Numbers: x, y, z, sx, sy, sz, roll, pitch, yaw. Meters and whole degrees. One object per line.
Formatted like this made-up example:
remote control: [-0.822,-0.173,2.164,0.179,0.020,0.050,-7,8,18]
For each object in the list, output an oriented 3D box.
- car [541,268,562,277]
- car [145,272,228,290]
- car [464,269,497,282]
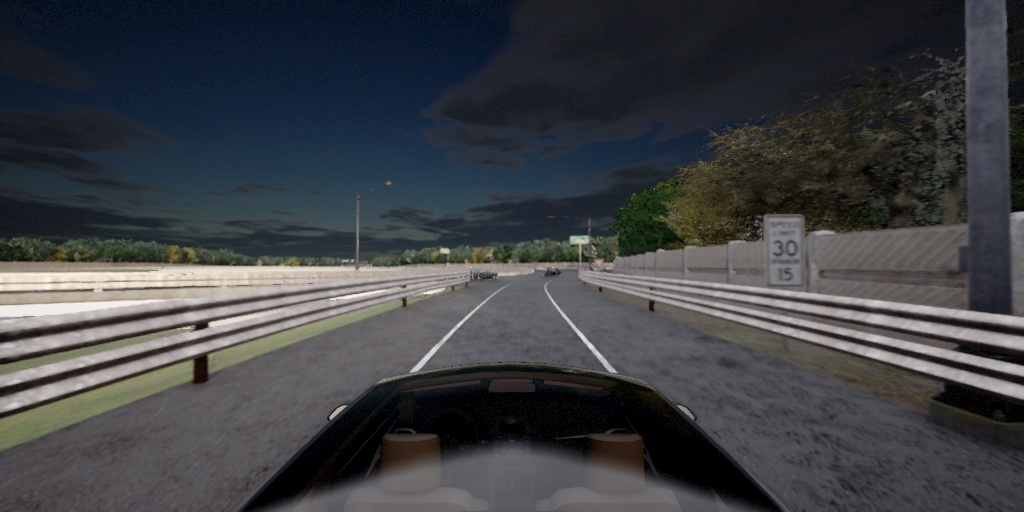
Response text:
car: [7.267,2.812,62.463,1.882,1.535,5.008,0,-2,24]
car: [-21.673,1.779,24.064,4.181,1.385,1.994,1,-2,-41]
car: [-3.720,2.267,43.455,2.128,1.511,4.902,-1,-2,36]
